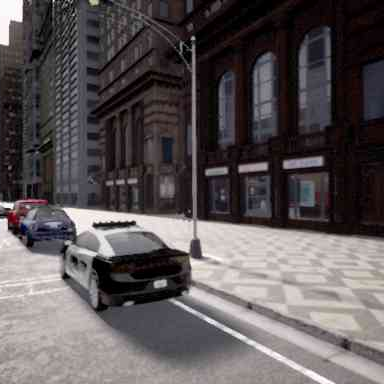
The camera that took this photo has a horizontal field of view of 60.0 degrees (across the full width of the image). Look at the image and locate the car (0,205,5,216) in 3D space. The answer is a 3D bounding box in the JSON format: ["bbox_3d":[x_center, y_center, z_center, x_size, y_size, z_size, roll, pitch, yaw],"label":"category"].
[{"bbox_3d":[-21.663,2.144,37.118,1.994,1.385,4.181,0,-1,-32],"label":"car"}]

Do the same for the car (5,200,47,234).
[{"bbox_3d":[-10.598,1.534,21.694,2.150,2.045,5.566,0,-1,-33],"label":"car"}]

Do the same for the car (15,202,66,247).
[{"bbox_3d":[-7.318,1.579,16.597,2.097,1.767,4.553,0,-1,-33],"label":"car"}]

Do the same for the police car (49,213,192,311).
[{"bbox_3d":[-1.981,1.521,8.305,1.930,1.638,5.238,0,-1,-33],"label":"police car"}]
